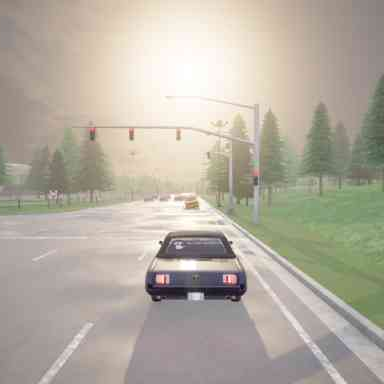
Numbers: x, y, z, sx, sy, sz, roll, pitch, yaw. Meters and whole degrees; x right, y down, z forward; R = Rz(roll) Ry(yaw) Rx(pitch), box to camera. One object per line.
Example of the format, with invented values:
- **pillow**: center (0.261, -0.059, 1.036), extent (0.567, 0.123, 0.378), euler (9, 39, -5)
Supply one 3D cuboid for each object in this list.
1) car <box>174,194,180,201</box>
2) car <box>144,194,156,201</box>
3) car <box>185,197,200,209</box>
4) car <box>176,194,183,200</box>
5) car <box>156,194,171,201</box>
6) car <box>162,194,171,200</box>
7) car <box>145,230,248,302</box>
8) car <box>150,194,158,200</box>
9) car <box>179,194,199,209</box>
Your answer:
- **car**: center (-3.353, 1.545, 80.945), extent (1.994, 1.385, 4.181), euler (0, 0, 0)
- **car**: center (-10.354, 1.531, 80.541), extent (2.033, 1.411, 5.357), euler (0, 0, 0)
- **car**: center (0.082, 1.590, 49.899), extent (2.033, 1.411, 5.357), euler (0, 2, 0)
- **car**: center (-3.335, 1.357, 90.948), extent (1.812, 1.442, 4.674), euler (0, 0, 0)
- **car**: center (-6.854, 1.531, 80.534), extent (2.033, 1.411, 5.357), euler (0, 0, 0)
- **car**: center (-6.835, 1.372, 90.954), extent (2.033, 1.411, 5.357), euler (0, 0, 0)
- **car**: center (0.094, 1.601, 8.234), extent (1.895, 1.301, 4.718), euler (0, 0, 0)
- **car**: center (-10.335, 1.332, 90.961), extent (1.837, 1.490, 4.892), euler (0, 0, 0)
- **car**: center (-0.188, 1.064, 46.492), extent (1.882, 1.535, 5.008), euler (-9, 16, -4)
